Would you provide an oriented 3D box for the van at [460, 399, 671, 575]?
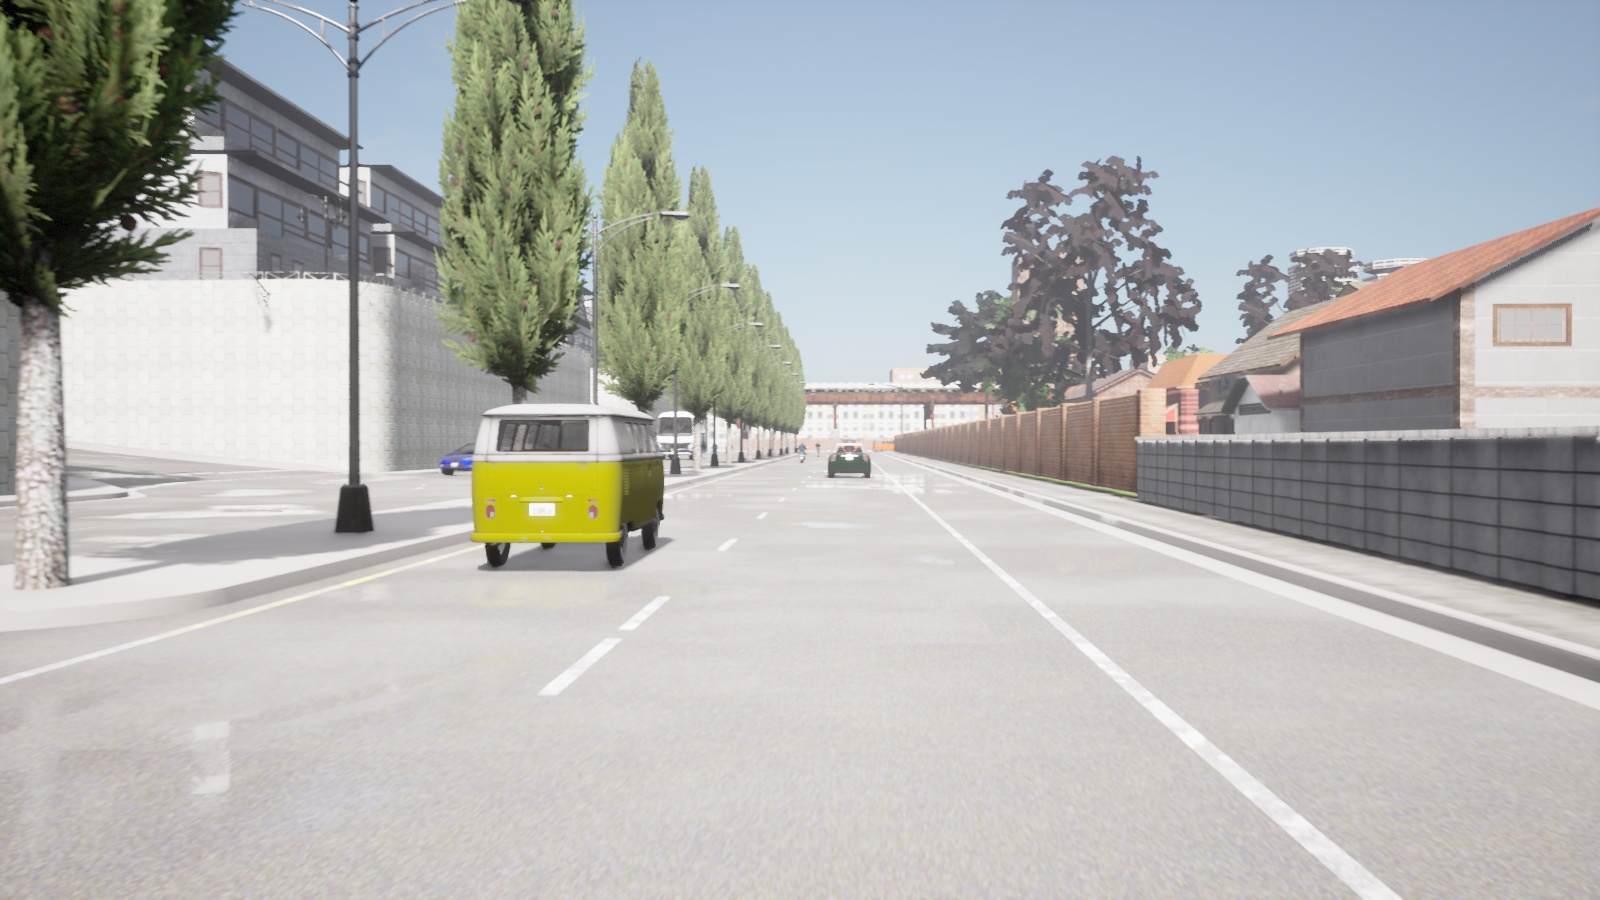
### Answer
[{"bbox_3d":[-2.894,0.403,16.469,1.775,1.987,4.442,0,0,2],"label":"van"}]

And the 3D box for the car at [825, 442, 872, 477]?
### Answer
[{"bbox_3d":[2.119,0.404,54.931,1.970,1.475,3.806,0,0,2],"label":"car"}]

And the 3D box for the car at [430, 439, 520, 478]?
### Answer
[{"bbox_3d":[-13.656,0.376,53.021,1.816,1.474,4.193,1,-2,15],"label":"car"}]
